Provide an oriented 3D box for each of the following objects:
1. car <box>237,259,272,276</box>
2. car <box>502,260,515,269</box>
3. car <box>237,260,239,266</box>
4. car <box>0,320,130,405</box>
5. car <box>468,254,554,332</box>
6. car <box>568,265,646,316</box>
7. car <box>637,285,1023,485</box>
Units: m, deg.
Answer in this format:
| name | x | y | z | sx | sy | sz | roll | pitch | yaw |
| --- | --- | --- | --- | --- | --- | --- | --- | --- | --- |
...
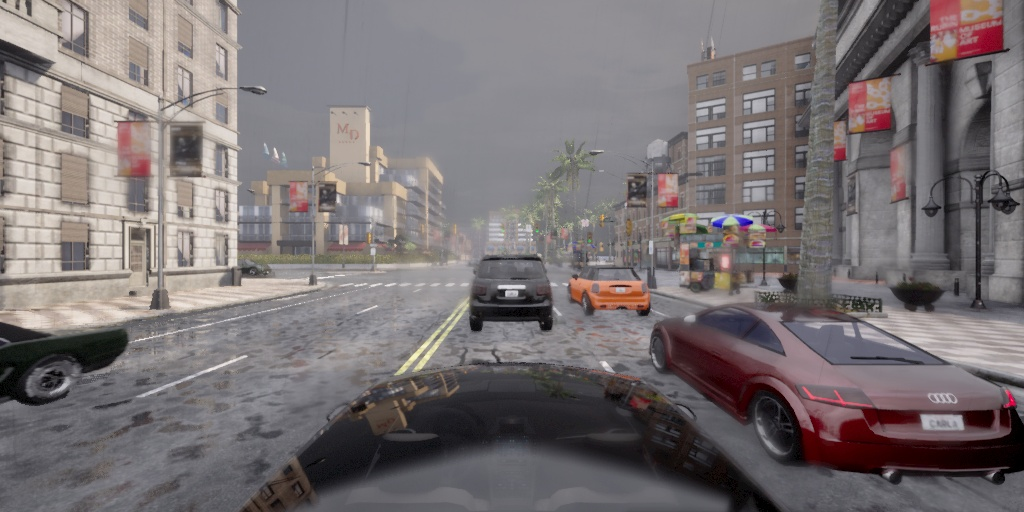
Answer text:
| name | x | y | z | sx | sy | sz | roll | pitch | yaw |
| --- | --- | --- | --- | --- | --- | --- | --- | --- | --- |
| car | -27.654 | 1.100 | 37.273 | 4.553 | 1.767 | 2.097 | 0 | 0 | -1 |
| car | -0.526 | 1.295 | 56.002 | 2.033 | 1.411 | 5.357 | 0 | 0 | 0 |
| car | -29.388 | 1.296 | 33.734 | 5.357 | 1.411 | 2.033 | 0 | 0 | -1 |
| car | -7.103 | 1.351 | 3.516 | 1.895 | 1.301 | 4.718 | 0 | 0 | -1 |
| car | -0.036 | 0.971 | 11.050 | 2.150 | 2.045 | 5.566 | 0 | 0 | -1 |
| car | 3.441 | 1.101 | 13.547 | 2.097 | 1.767 | 4.553 | 0 | 0 | -1 |
| car | 3.481 | 1.314 | 4.901 | 1.994 | 1.385 | 4.181 | 0 | 0 | 0 |
